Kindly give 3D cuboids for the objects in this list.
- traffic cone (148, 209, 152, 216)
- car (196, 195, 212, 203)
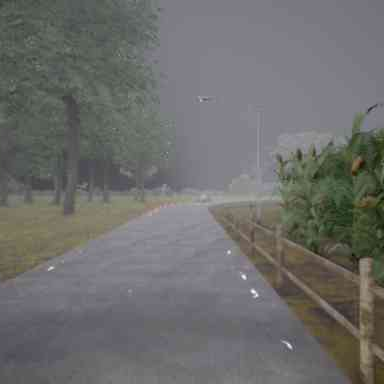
[{"bbox_3d":[-3.847,1.889,30.689,0.340,0.580,0.340,0,0,0],"label":"traffic cone"},{"bbox_3d":[2.328,1.295,63.012,1.812,1.442,4.674,0,0,22],"label":"car"}]
